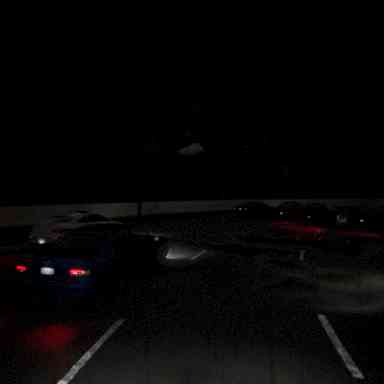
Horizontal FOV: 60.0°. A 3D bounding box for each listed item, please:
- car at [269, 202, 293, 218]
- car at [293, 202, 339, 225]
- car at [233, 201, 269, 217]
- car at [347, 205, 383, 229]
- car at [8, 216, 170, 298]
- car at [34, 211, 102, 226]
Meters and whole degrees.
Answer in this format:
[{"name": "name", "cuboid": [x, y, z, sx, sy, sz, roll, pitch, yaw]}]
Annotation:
[{"name": "car", "cuboid": [9.061, 1.610, 29.675, 1.812, 1.442, 4.674, 0, 0, 42]}, {"name": "car", "cuboid": [9.510, 1.562, 24.793, 1.882, 1.535, 5.008, 0, 0, 37]}, {"name": "car", "cuboid": [6.077, 1.612, 32.008, 2.033, 1.411, 5.357, 0, 0, 43]}, {"name": "car", "cuboid": [11.628, 1.575, 21.914, 1.882, 1.535, 5.008, 0, 0, 36]}, {"name": "car", "cuboid": [-2.155, 1.538, 8.699, 2.033, 1.411, 5.357, 0, 0, 13]}, {"name": "car", "cuboid": [-4.525, 1.503, 13.725, 1.812, 1.442, 4.674, 0, 0, 17]}]
